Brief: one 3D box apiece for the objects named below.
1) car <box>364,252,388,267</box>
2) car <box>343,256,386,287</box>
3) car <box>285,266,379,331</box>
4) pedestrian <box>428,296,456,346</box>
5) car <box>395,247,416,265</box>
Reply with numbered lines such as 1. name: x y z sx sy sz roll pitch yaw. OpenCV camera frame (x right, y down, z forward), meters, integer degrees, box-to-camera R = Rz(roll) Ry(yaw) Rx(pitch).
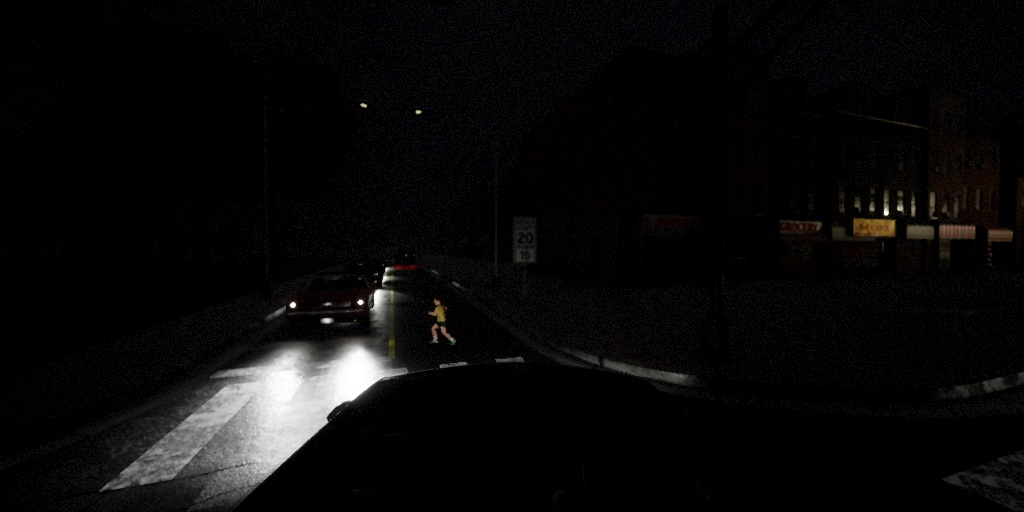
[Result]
1. car: -11.007 0.557 28.369 1.882 1.535 5.008 0 1 -19
2. car: -7.976 0.880 19.239 1.994 1.385 4.181 0 1 -19
3. car: -5.076 1.158 10.552 1.895 1.301 4.718 0 2 -19
4. pedestrian: -1.496 1.331 7.583 0.500 1.100 0.500 0 1 -18
5. car: -12.947 -0.037 43.531 2.150 2.045 5.566 0 1 -19
